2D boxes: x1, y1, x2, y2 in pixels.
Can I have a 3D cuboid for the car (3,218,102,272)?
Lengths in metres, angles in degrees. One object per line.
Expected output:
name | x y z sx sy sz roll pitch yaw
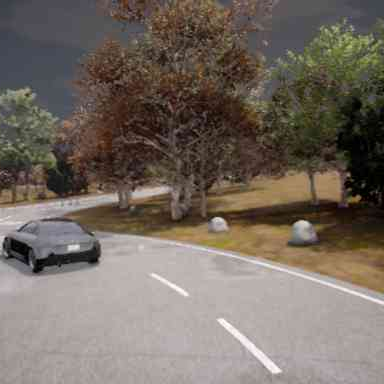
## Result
car | -4.652 1.541 10.881 1.994 1.385 4.181 -1 1 -41

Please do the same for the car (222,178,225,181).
car | 8.123 -3.647 86.546 1.882 1.535 5.008 -1 5 28
